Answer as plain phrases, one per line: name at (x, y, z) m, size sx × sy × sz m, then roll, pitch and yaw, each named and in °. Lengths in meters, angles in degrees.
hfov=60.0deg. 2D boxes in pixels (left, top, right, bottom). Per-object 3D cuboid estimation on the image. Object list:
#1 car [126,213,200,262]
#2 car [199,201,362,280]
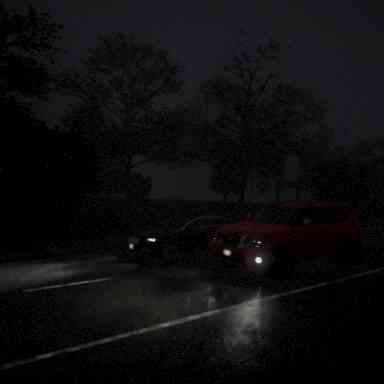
car at (-0.032, 1.570, 12.574) m, size 4.902 × 1.511 × 2.128 m, roll 1°, pitch 0°, yaw -36°
car at (3.192, 1.318, 10.577) m, size 5.566 × 2.045 × 2.150 m, roll 1°, pitch -1°, yaw -36°
